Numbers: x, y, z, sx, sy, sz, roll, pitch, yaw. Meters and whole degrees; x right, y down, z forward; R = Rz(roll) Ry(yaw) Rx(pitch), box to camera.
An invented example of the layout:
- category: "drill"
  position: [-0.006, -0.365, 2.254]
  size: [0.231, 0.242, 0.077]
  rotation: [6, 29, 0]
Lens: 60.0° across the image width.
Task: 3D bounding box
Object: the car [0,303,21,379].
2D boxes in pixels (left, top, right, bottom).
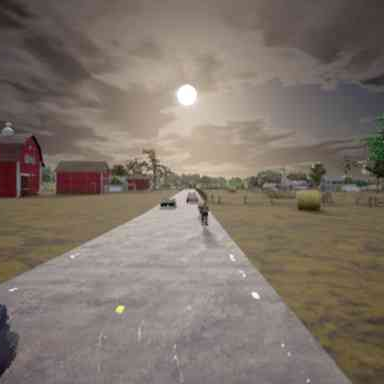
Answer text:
- category: "car"
  position: [-2.852, 1.546, 1.395]
  size: [2.033, 1.411, 5.357]
  rotation: [0, 0, 0]

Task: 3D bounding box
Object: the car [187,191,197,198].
- category: "car"
  position: [0.000, 0.496, 73.985]
  size: [2.033, 1.411, 5.357]
  rotation: [0, 1, 0]

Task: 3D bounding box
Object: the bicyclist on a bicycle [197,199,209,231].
- category: "bicyclist on a bicycle"
  position: [0.756, 1.406, 19.314]
  size: [0.582, 1.620, 1.656]
  rotation: [0, 0, 0]

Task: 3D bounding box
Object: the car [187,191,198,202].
- category: "car"
  position: [0.084, 0.912, 56.147]
  size: [1.994, 1.385, 4.181]
  rotation: [0, 1, 0]

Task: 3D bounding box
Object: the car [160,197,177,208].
- category: "car"
  position: [-2.842, 1.279, 40.973]
  size: [1.895, 1.301, 4.718]
  rotation: [0, 1, 0]

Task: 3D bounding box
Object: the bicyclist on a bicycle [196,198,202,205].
- category: "bicyclist on a bicycle"
  position: [0.742, 1.294, 29.438]
  size: [0.866, 1.612, 1.509]
  rotation: [0, 1, 0]
